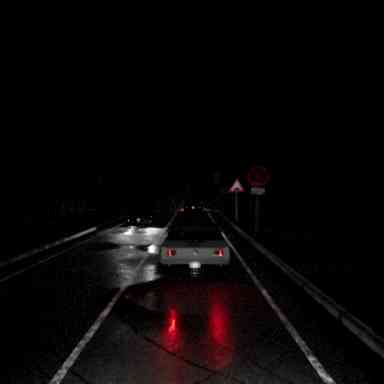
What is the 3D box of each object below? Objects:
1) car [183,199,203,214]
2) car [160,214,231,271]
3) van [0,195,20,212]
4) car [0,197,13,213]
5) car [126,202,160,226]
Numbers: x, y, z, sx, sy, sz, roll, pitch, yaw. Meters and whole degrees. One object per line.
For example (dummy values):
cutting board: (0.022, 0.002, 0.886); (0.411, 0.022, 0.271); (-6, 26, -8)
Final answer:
car: (0.120, 1.438, 32.856); (2.033, 1.411, 5.357); (0, 1, 0)
car: (0.089, 1.614, 10.891); (1.895, 1.301, 4.718); (0, 0, 0)
van: (-21.983, 1.330, 37.877); (4.442, 1.987, 1.878); (0, 0, 0)
car: (-22.128, 1.579, 35.103); (4.792, 1.488, 2.163); (0, 0, 0)
car: (-3.335, 1.482, 23.152); (1.837, 1.490, 4.892); (0, 0, 0)
